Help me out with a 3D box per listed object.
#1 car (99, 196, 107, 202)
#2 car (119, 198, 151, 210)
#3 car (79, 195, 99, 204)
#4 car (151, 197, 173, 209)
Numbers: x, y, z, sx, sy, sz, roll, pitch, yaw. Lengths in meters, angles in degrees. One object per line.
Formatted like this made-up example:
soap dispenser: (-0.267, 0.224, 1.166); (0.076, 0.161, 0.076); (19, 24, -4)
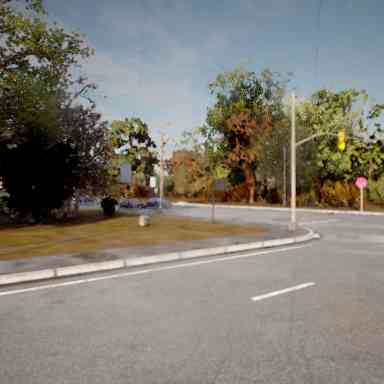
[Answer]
car: (-14.745, 1.322, 56.511); (1.895, 1.301, 4.718); (0, 0, -39)
car: (-7.416, 1.496, 41.572); (1.994, 1.385, 4.181); (0, 0, -39)
car: (-17.500, 1.131, 54.350); (1.882, 1.535, 5.008); (0, 0, -39)
car: (-4.416, 1.443, 43.424); (1.812, 1.442, 4.674); (0, 0, -39)
